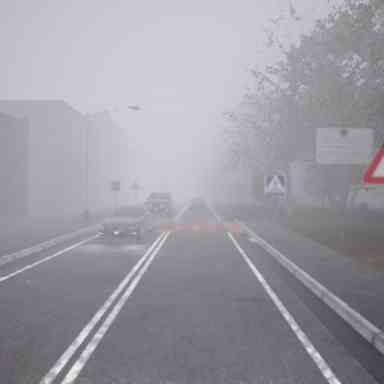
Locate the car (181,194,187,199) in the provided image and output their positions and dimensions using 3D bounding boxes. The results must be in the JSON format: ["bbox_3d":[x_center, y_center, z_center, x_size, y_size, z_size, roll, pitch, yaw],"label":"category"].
[{"bbox_3d":[-1.660,1.237,78.969,1.882,1.535,5.008,0,-1,1],"label":"car"}]

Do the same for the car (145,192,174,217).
[{"bbox_3d":[-2.819,1.001,29.492,2.150,2.045,5.566,0,1,1],"label":"car"}]

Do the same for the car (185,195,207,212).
[{"bbox_3d":[0.611,1.300,34.591,2.033,1.411,5.357,0,0,1],"label":"car"}]

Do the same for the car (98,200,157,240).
[{"bbox_3d":[-3.083,1.391,16.187,1.837,1.490,4.892,0,1,1],"label":"car"}]

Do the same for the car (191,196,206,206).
[{"bbox_3d":[0.895,1.238,47.249,1.994,1.385,4.181,0,0,2],"label":"car"}]
